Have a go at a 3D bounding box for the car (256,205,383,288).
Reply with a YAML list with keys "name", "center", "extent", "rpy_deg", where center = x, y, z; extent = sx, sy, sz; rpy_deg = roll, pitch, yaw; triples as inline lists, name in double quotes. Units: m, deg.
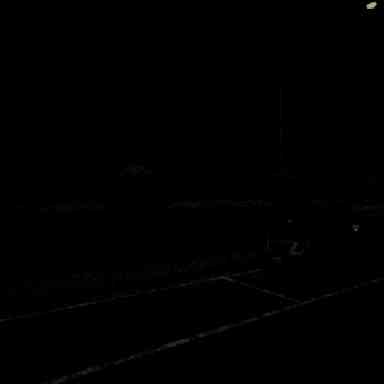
- name: "car"
  center: [4.086, 1.313, 9.455]
  extent: [5.009, 1.841, 2.192]
  rpy_deg: [0, 0, -36]
